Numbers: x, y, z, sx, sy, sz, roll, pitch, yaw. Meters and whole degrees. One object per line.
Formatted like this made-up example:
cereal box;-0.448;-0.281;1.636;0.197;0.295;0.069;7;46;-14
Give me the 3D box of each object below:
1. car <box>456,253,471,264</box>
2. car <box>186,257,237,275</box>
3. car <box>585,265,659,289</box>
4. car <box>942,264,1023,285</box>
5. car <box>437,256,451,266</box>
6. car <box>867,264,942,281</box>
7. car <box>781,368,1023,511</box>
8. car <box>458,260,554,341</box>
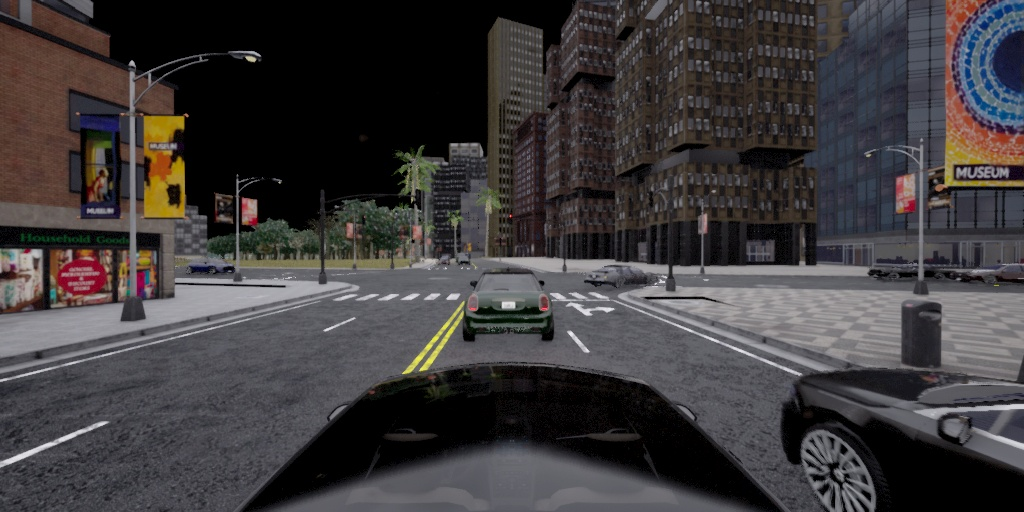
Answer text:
car;-7.951;0.696;59.511;2.097;1.767;4.553;0;1;-9
car;-30.379;0.969;36.354;4.553;1.767;2.097;0;0;13
car;7.089;1.271;22.972;5.357;1.411;2.033;0;0;-33
car;34.186;1.243;24.741;5.357;1.411;2.033;0;0;13
car;-11.103;0.914;58.616;1.994;1.385;4.181;0;1;-8
car;31.722;1.279;28.663;4.718;1.301;1.895;0;0;13
car;3.318;1.241;1.206;2.128;1.511;4.902;0;0;0
car;-0.122;1.099;10.008;2.097;1.767;4.553;0;0;-1
